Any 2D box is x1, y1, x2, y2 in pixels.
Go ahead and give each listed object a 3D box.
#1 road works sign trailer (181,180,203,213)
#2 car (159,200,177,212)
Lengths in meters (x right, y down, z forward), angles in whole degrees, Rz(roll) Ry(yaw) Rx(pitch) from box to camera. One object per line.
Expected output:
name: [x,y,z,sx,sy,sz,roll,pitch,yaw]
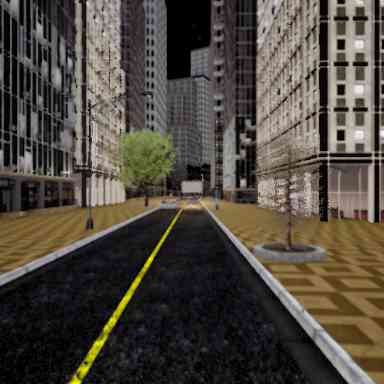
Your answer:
road works sign trailer: [-0.008,0.474,36.922,2.380,3.560,2.880,0,0,0]
car: [-2.849,1.612,40.005,1.895,1.301,4.718,0,0,0]
